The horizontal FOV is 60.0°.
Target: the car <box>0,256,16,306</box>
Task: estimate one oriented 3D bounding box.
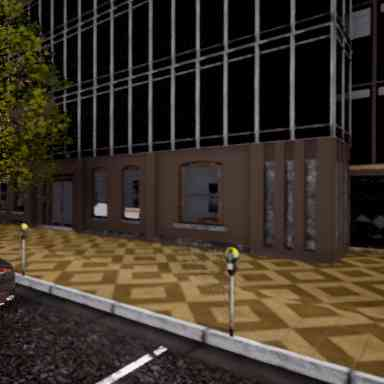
[{"bbox_3d":[-5.163,1.502,6.538,4.403,1.369,2.008,0,0,35],"label":"car"}]
